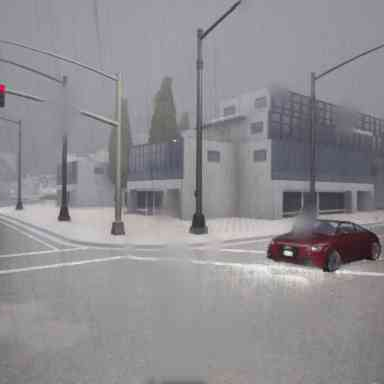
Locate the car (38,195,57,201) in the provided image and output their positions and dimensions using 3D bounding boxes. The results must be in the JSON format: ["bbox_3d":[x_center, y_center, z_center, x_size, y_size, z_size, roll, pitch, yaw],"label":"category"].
[{"bbox_3d":[-36.035,1.445,82.984,4.674,1.442,1.812,0,0,2],"label":"car"}]

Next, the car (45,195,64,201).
[{"bbox_3d":[-35.800,1.481,86.483,4.181,1.385,1.994,0,0,2],"label":"car"}]

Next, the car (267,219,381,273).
[{"bbox_3d":[4.368,1.599,10.852,4.181,1.385,1.994,0,0,-37],"label":"car"}]
